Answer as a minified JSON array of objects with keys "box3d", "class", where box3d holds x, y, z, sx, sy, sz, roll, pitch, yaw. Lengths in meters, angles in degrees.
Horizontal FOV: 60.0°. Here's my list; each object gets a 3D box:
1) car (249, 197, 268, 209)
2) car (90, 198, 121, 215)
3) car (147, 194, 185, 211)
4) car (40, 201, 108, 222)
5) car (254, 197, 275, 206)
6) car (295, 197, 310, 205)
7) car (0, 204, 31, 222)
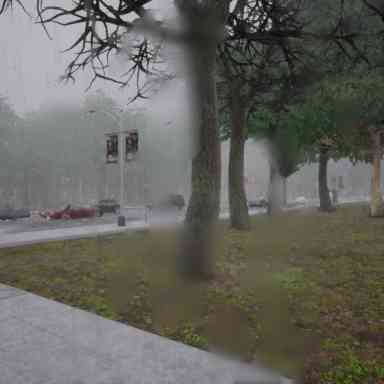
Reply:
[{"box3d":[10.075,1.629,48.311,2.033,1.411,5.357,0,0,36],"class":"car"},{"box3d":[-9.222,1.383,32.800,2.097,1.767,4.553,0,0,35],"class":"car"},{"box3d":[-3.110,1.270,41.363,2.150,2.045,5.566,0,0,35],"class":"car"},{"box3d":[-9.415,1.628,26.594,1.895,1.301,4.718,0,0,36],"class":"car"},{"box3d":[12.577,1.620,57.409,1.812,1.442,4.674,0,0,36],"class":"car"},{"box3d":[21.179,1.645,63.858,1.812,1.442,4.674,0,0,37],"class":"car"},{"box3d":[-14.963,1.563,24.763,2.033,1.411,5.357,0,0,35],"class":"car"}]
